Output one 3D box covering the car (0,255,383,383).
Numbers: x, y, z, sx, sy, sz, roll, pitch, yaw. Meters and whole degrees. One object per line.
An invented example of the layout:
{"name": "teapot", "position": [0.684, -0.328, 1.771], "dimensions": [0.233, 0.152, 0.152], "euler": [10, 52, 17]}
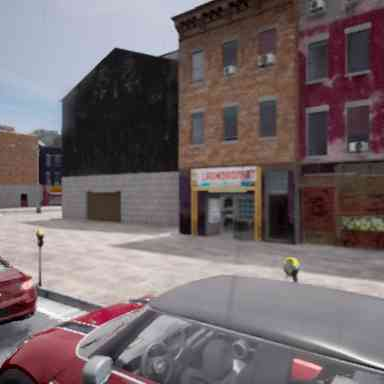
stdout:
{"name": "car", "position": [0.185, 1.444, 2.677], "dimensions": [4.097, 1.590, 1.967], "euler": [0, 0, 35]}
